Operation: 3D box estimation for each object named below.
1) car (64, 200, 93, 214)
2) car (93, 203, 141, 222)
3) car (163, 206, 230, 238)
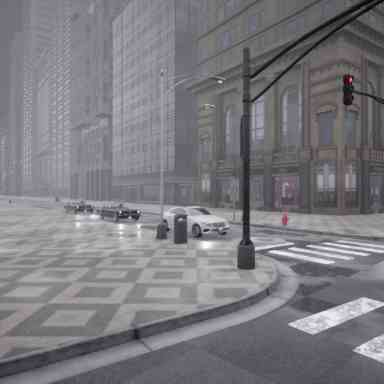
[{"bbox_3d":[-11.646,1.497,34.182,1.895,1.301,4.718,0,0,-35],"label":"car"},{"bbox_3d":[-5.766,1.522,25.891,1.895,1.301,4.718,0,0,-35],"label":"car"},{"bbox_3d":[-0.013,1.475,17.770,1.812,1.442,4.674,0,0,-37],"label":"car"}]
